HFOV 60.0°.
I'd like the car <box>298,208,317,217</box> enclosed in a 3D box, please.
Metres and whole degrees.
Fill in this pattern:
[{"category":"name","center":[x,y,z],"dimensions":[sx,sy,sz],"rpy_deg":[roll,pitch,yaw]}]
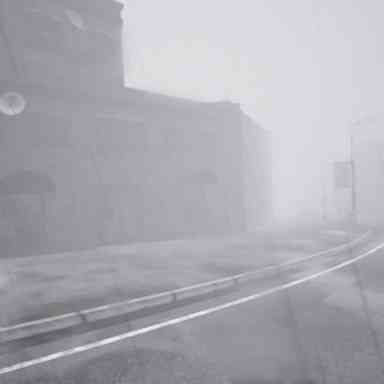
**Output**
[{"category":"car","center":[21.042,3.736,60.644],"dimensions":[1.882,1.535,5.008],"rpy_deg":[-3,-3,-5]}]
